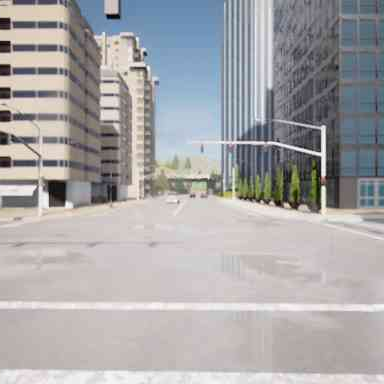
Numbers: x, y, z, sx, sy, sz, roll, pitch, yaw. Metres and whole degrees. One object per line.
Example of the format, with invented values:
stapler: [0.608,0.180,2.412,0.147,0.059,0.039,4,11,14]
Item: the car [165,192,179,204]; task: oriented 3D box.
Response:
car: [-3.409,1.060,58.674,2.150,2.045,5.566,0,0,1]
